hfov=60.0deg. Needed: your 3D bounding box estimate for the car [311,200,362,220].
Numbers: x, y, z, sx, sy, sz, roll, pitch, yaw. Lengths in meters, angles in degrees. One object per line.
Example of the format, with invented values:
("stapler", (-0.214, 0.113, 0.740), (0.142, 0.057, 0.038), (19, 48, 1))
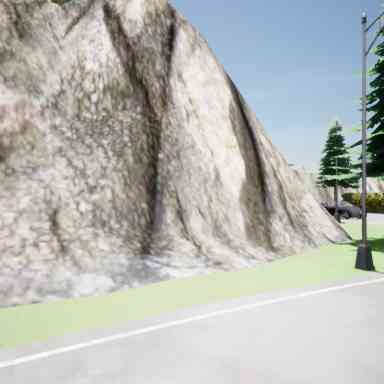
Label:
("car", (12.394, 1.488, 28.313), (2.128, 1.511, 4.902), (0, 0, -26))
